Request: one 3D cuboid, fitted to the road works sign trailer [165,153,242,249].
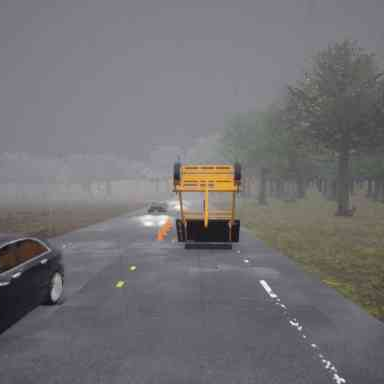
[{"bbox_3d":[0.548,0.920,11.770,2.380,3.560,2.880,0,45,4],"label":"road works sign trailer"}]

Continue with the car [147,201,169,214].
[{"bbox_3d":[-3.456,1.564,34.397,1.895,1.301,4.718,0,0,0],"label":"car"}]

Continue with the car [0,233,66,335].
[{"bbox_3d":[-3.596,1.500,5.226,1.837,1.490,4.892,0,0,0],"label":"car"}]

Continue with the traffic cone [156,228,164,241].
[{"bbox_3d":[-1.466,1.942,15.322,0.340,0.580,0.340,0,0,0],"label":"traffic cone"}]
